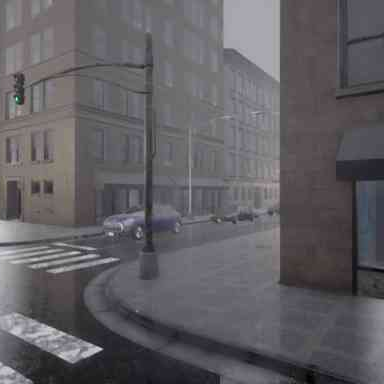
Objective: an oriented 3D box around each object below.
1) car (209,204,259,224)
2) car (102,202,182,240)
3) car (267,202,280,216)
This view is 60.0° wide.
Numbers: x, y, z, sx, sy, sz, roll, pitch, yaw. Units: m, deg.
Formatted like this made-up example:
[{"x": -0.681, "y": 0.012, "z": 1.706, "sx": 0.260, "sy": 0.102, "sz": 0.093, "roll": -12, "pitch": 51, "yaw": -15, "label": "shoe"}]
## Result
[{"x": 3.482, "y": 1.683, "z": 26.192, "sx": 2.033, "sy": 1.411, "sz": 5.357, "roll": 0, "pitch": 0, "yaw": 35, "label": "car"}, {"x": -2.553, "y": 1.429, "z": 17.689, "sx": 2.097, "sy": 1.767, "sz": 4.553, "roll": 0, "pitch": 0, "yaw": 35, "label": "car"}, {"x": 9.668, "y": 1.740, "z": 34.876, "sx": 2.033, "sy": 1.411, "sz": 5.357, "roll": 0, "pitch": 0, "yaw": 36, "label": "car"}]
